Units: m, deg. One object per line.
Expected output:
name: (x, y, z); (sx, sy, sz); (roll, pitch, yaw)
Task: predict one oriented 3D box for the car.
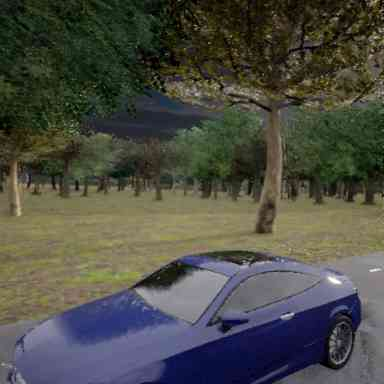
car: (0.333, 1.539, 4.225); (4.674, 1.442, 1.812); (1, 0, -35)
